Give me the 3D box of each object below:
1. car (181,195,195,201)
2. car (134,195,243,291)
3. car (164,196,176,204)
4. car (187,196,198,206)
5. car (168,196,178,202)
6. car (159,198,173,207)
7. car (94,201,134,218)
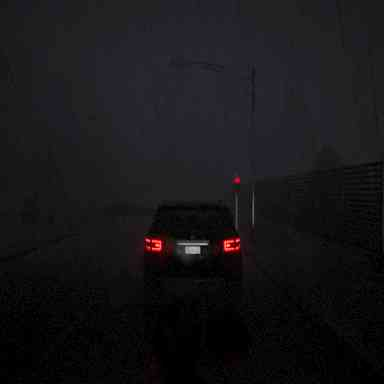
[{"bbox_3d":[-1.001,1.524,83.094,1.812,1.442,4.674,0,0,-23],"label":"car"},{"bbox_3d":[0.034,1.221,9.132,2.150,2.045,5.566,0,0,0],"label":"car"},{"bbox_3d":[-4.117,1.547,63.327,2.033,1.411,5.357,0,0,0],"label":"car"},{"bbox_3d":[0.042,1.477,57.663,1.882,1.535,5.008,0,0,0],"label":"car"},{"bbox_3d":[-4.074,1.552,73.313,1.994,1.385,4.181,0,0,0],"label":"car"},{"bbox_3d":[-4.147,1.601,53.565,1.895,1.301,4.718,0,0,0],"label":"car"},{"bbox_3d":[-5.908,1.547,29.518,5.357,1.411,2.033,0,0,-21],"label":"car"}]
